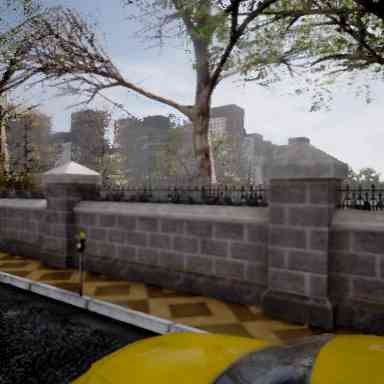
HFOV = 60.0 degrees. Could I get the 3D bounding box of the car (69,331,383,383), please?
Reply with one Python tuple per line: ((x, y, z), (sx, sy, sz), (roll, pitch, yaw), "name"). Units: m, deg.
((1.104, 1.525, 1.932), (4.829, 1.417, 1.752), (0, 0, 35), "car")
